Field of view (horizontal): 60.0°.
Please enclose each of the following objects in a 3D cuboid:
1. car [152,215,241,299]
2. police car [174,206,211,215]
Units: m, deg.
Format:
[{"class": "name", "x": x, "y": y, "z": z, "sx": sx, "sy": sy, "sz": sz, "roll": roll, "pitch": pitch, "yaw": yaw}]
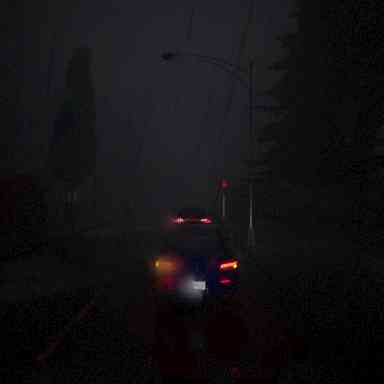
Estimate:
[{"class": "car", "x": 0.095, "y": 1.526, "z": 8.300, "sx": 1.812, "sy": 1.442, "sz": 4.674, "roll": 0, "pitch": 0, "yaw": 0}, {"class": "police car", "x": 0.017, "y": 1.504, "z": 17.619, "sx": 2.038, "sy": 1.542, "sz": 4.974, "roll": 0, "pitch": 0, "yaw": 0}]
